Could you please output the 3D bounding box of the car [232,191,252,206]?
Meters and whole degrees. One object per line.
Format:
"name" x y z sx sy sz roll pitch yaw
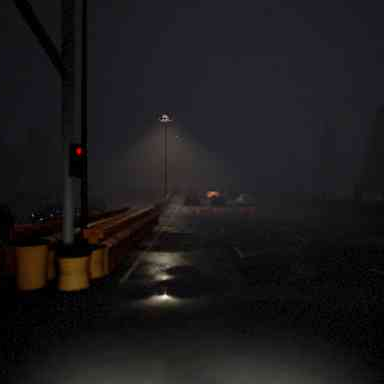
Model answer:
"car" 7.000 1.048 45.143 1.812 1.442 4.674 0 4 0

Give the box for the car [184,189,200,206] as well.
"car" 0.000 0.853 45.432 2.097 1.767 4.553 0 4 0

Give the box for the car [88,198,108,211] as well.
"car" -10.623 1.424 36.636 1.812 1.442 4.674 0 1 0

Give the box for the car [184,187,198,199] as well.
"car" -0.155 0.171 55.485 2.128 1.511 4.902 0 6 0

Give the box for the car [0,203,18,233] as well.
"car" -10.599 1.356 16.368 2.097 1.767 4.553 0 0 0

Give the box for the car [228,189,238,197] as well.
"car" 6.846 0.224 55.342 1.812 1.442 4.674 0 6 0

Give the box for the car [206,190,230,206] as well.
"car" 3.498 1.004 45.283 2.128 1.511 4.902 0 4 0

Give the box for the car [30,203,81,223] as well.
"car" -10.608 1.554 26.102 2.033 1.411 5.357 0 0 0

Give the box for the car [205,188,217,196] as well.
"car" 3.346 0.050 55.311 2.097 1.767 4.553 0 6 0
